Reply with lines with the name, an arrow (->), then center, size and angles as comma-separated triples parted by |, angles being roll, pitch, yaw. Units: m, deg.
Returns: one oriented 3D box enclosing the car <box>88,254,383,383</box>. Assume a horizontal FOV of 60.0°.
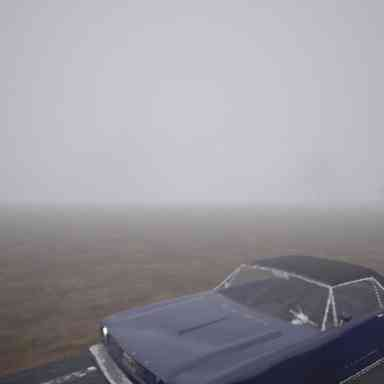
car -> 1.226, 1.598, 4.255 | 4.718, 1.301, 1.895 | 0, 0, -36
